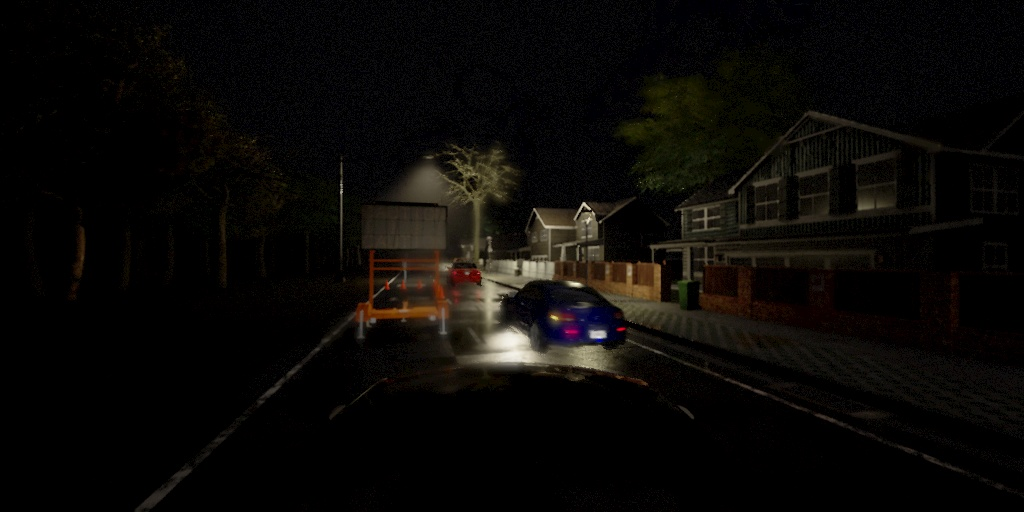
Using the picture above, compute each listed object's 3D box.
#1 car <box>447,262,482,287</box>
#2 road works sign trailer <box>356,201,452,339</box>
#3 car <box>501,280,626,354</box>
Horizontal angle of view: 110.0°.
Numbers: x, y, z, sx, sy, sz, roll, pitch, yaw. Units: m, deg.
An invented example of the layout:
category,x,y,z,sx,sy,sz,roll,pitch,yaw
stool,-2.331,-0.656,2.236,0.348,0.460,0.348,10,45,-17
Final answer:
category,x,y,z,sx,sy,sz,roll,pitch,yaw
car,-3.581,1.213,26.278,2.097,1.767,4.553,0,0,-15
road works sign trailer,-3.106,0.249,10.430,2.380,3.560,2.880,0,0,-15
car,1.029,1.310,8.924,1.812,1.442,4.674,0,0,-15
